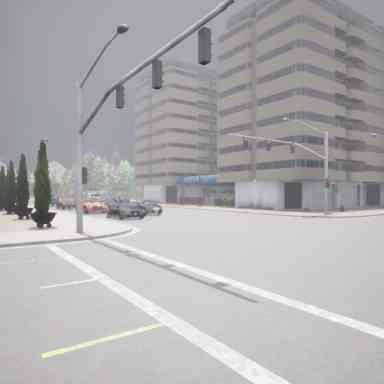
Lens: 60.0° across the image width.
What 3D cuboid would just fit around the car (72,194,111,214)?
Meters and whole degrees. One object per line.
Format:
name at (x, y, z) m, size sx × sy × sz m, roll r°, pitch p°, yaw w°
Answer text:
car at (-10.735, 1.352, 35.340) m, size 2.097 × 1.767 × 4.553 m, roll 0°, pitch 0°, yaw -35°

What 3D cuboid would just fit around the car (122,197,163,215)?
car at (-4.666, 1.492, 32.735) m, size 2.128 × 1.511 × 4.902 m, roll 0°, pitch 0°, yaw -35°

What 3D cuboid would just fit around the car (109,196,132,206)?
car at (-12.162, 1.491, 56.145) m, size 2.128 × 1.511 × 4.902 m, roll 0°, pitch 0°, yaw -35°

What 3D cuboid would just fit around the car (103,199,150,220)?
car at (-5.590, 1.564, 27.934) m, size 1.994 × 1.385 × 4.181 m, roll 0°, pitch 0°, yaw -35°

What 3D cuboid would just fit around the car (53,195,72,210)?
car at (-16.405, 1.526, 43.520) m, size 1.812 × 1.442 × 4.674 m, roll 0°, pitch 0°, yaw -35°

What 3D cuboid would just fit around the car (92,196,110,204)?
car at (-17.472, 1.505, 63.783) m, size 1.837 × 1.490 × 4.892 m, roll 0°, pitch 0°, yaw -34°

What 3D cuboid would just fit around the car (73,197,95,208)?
car at (-15.964, 1.505, 49.028) m, size 1.837 × 1.490 × 4.892 m, roll 0°, pitch 0°, yaw -34°

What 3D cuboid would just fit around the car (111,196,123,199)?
car at (-10.078, 1.505, 40.532) m, size 1.837 × 1.490 × 4.892 m, roll 0°, pitch 0°, yaw -35°
